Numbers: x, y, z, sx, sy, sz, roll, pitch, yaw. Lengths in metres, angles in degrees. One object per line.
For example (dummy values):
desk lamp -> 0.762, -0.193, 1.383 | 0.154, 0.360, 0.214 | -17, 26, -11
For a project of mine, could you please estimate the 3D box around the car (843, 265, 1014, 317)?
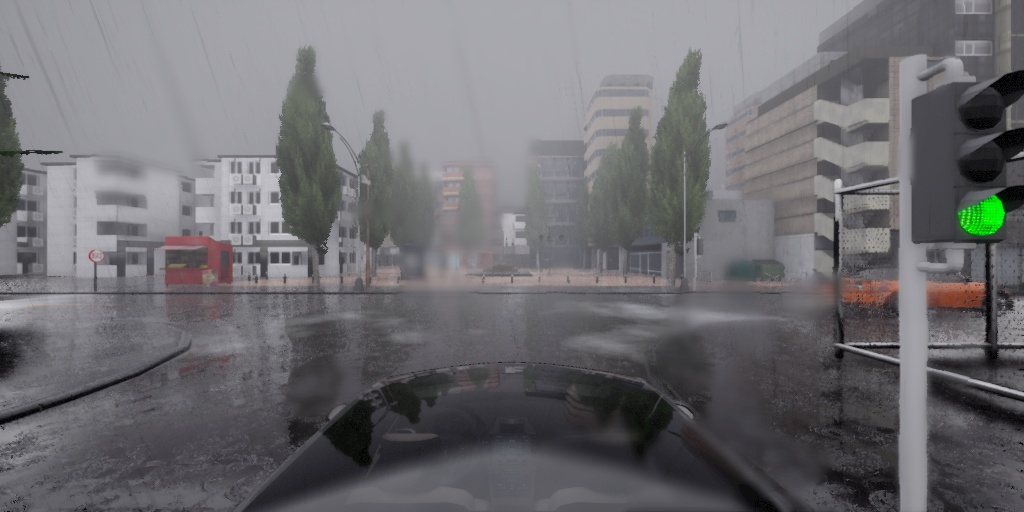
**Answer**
car -> 14.317, 1.106, 12.619 | 4.553, 1.767, 2.097 | 0, 0, 0
